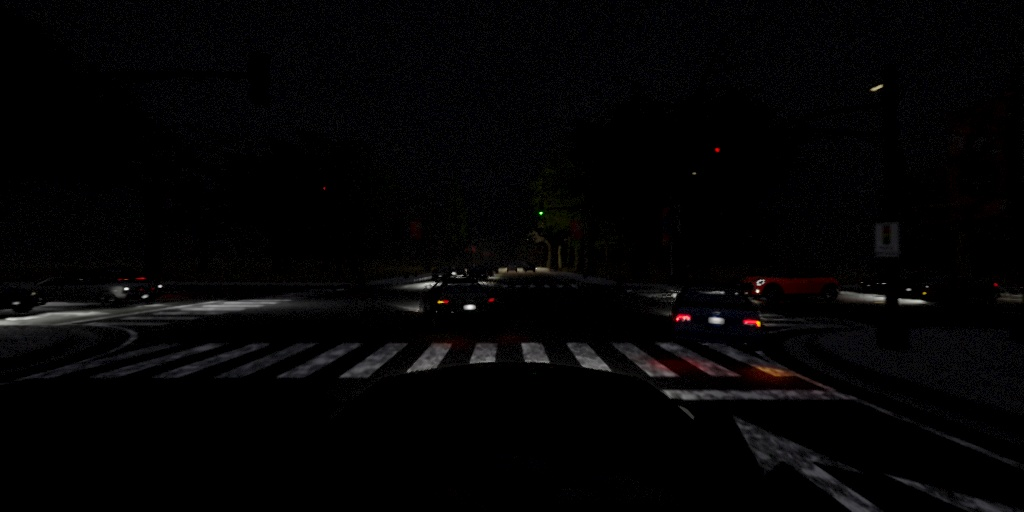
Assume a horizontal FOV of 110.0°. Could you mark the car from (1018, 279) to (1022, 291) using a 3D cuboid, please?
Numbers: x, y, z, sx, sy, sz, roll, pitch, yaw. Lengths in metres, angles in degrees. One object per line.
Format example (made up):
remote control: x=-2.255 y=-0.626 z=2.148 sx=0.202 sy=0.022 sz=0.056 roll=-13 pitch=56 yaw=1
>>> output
car: x=35.287 y=1.635 z=22.591 sx=5.008 sy=1.535 sz=1.882 roll=0 pitch=-1 yaw=1

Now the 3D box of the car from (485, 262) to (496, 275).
car: x=-3.302 y=1.783 z=44.952 sx=1.837 sy=1.490 sz=4.892 roll=0 pitch=-1 yaw=0

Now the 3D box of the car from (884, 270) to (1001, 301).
car: x=23.228 y=1.623 z=19.278 sx=4.181 sy=1.385 sz=1.994 roll=0 pitch=-1 yaw=-2

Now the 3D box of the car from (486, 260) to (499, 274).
car: x=-3.227 y=1.678 z=55.528 sx=2.150 sy=2.045 sz=5.566 roll=0 pitch=-1 yaw=0

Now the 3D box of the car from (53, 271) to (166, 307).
car: x=-18.082 y=1.441 z=15.523 sx=4.718 sy=1.301 sz=1.895 roll=0 pitch=-1 yaw=-1

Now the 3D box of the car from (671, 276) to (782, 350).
car: x=5.293 y=1.394 z=9.504 sx=2.033 sy=1.411 sz=5.357 roll=0 pitch=-1 yaw=27

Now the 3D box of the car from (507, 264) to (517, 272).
car: x=0.027 y=2.165 z=65.257 sx=1.812 sy=1.442 sz=4.674 roll=0 pitch=-1 yaw=0

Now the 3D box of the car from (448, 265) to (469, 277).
car: x=-6.556 y=1.831 z=44.266 sx=1.994 sy=1.385 sz=4.181 roll=0 pitch=-1 yaw=0

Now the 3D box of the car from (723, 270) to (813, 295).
car: x=15.925 y=1.617 z=22.467 sx=4.181 sy=1.385 sz=1.994 roll=0 pitch=-1 yaw=0

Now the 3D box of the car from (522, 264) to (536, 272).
car: x=3.278 y=2.142 z=65.125 sx=1.837 sy=1.490 sz=4.892 roll=0 pitch=-1 yaw=0

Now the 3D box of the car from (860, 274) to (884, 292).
car: x=24.799 y=1.603 z=22.525 sx=4.892 sy=1.490 sz=1.837 roll=0 pitch=-1 yaw=-1

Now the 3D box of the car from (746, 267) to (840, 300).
car: x=14.594 y=1.368 z=19.186 sx=4.553 sy=1.767 sz=2.097 roll=0 pitch=-1 yaw=-1

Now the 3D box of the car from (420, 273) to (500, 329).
car: x=-1.847 y=1.422 z=11.932 sx=1.994 sy=1.385 sz=4.181 roll=0 pitch=-1 yaw=-19

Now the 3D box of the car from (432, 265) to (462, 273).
car: x=-6.579 y=1.635 z=35.347 sx=2.128 sy=1.511 sz=4.902 roll=0 pitch=-1 yaw=0

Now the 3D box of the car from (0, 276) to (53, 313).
car: x=-19.394 y=1.331 z=12.271 sx=4.674 sy=1.442 sz=1.812 roll=0 pitch=-1 yaw=-2

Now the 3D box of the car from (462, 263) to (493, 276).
car: x=-3.330 y=1.691 z=35.359 sx=2.033 sy=1.411 sz=5.357 roll=0 pitch=-1 yaw=0

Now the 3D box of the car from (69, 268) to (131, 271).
car: x=-22.212 y=1.362 z=18.943 sx=4.892 sy=1.490 sz=1.837 roll=0 pitch=-1 yaw=-1

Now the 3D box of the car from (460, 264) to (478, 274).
car: x=-6.478 y=1.923 z=54.120 sx=2.128 sy=1.511 sz=4.902 roll=0 pitch=-1 yaw=0
